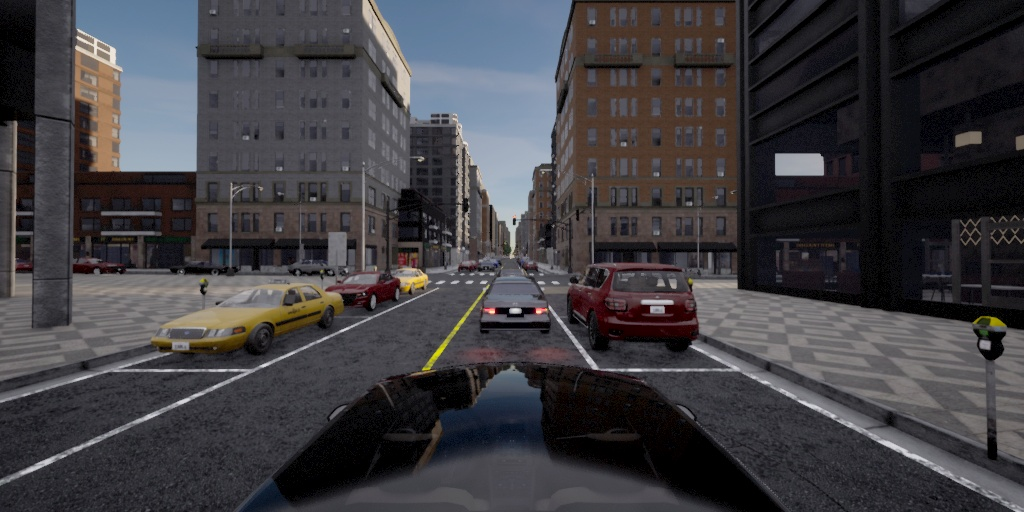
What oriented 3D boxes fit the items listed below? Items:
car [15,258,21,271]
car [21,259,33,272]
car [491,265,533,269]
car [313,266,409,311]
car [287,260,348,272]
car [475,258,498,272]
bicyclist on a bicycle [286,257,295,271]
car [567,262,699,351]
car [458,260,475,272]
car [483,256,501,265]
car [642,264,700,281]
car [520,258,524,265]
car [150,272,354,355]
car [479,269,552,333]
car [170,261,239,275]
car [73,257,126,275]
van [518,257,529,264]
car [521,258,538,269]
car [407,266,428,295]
[{"bbox_3d":[-46.965,0.826,31.441,4.892,1.490,1.837,1,-1,1],"label":"car"},{"bbox_3d":[-48.868,0.899,34.596,4.181,1.385,1.994,1,-1,0],"label":"car"},{"bbox_3d":[0.005,1.352,20.406,1.895,1.301,4.718,0,0,0],"label":"car"},{"bbox_3d":[-5.902,1.295,14.553,1.888,1.381,4.507,0,0,0],"label":"car"},{"bbox_3d":[-16.864,1.087,31.321,4.902,1.511,2.128,1,-1,0],"label":"car"},{"bbox_3d":[-3.263,1.316,46.528,1.994,1.385,4.181,0,0,-1],"label":"car"},{"bbox_3d":[-23.138,0.902,37.578,0.582,1.620,1.656,0,0,0],"label":"bicyclist on a bicycle"},{"bbox_3d":[2.644,1.065,8.949,2.192,1.841,5.009,0,0,0],"label":"car"},{"bbox_3d":[-6.016,1.297,47.197,1.888,1.381,4.507,0,0,0],"label":"car"},{"bbox_3d":[-3.285,1.232,59.277,1.882,1.535,5.008,0,0,0],"label":"car"},{"bbox_3d":[13.820,1.429,31.281,4.181,1.385,1.994,0,-1,0],"label":"car"},{"bbox_3d":[2.490,1.335,52.891,1.802,1.307,4.207,0,0,0],"label":"car"},{"bbox_3d":[-5.881,1.275,8.758,1.751,1.417,4.829,0,0,0],"label":"car"},{"bbox_3d":[0.060,1.298,10.679,2.033,1.411,5.357,0,0,0],"label":"car"},{"bbox_3d":[-26.761,1.107,31.346,4.718,1.301,1.895,1,-1,0],"label":"car"},{"bbox_3d":[-36.856,0.891,31.381,5.008,1.535,1.882,1,-1,0],"label":"car"},{"bbox_3d":[2.450,1.096,64.238,1.690,1.789,3.998,0,0,0],"label":"van"},{"bbox_3d":[2.510,1.334,47.218,1.802,1.307,4.207,0,0,0],"label":"car"},{"bbox_3d":[-5.921,1.276,20.007,1.751,1.417,4.829,0,0,0],"label":"car"}]
